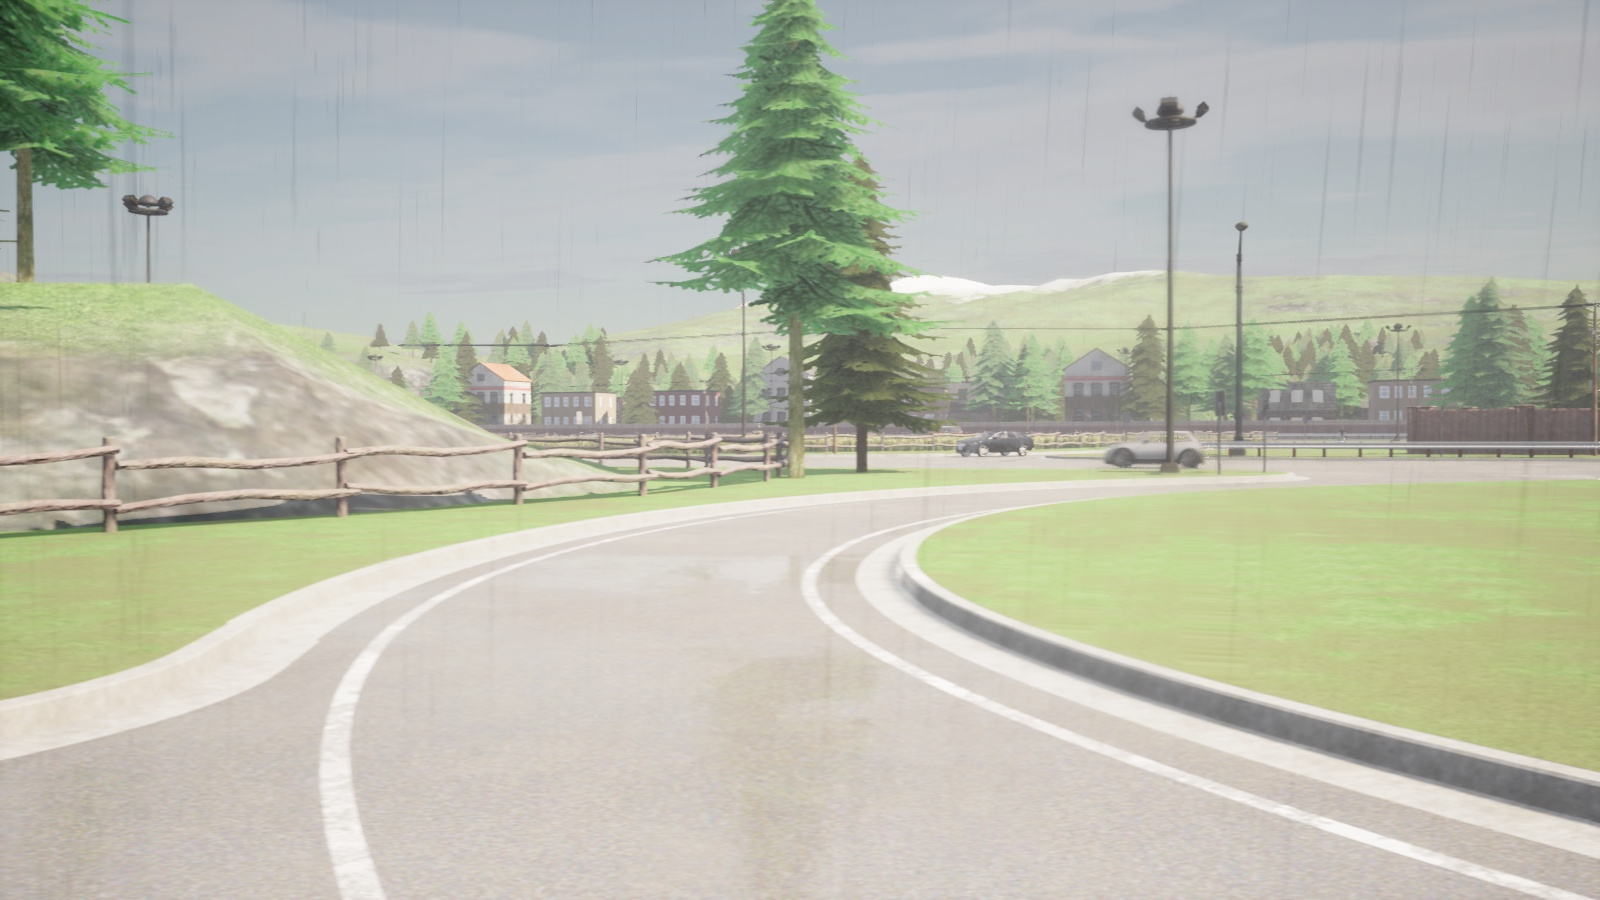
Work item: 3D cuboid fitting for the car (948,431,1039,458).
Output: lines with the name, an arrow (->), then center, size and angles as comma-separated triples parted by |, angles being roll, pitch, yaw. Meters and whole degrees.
car -> 11.072, -0.327, 71.884 | 4.902, 1.511, 2.128 | 0, 1, -30

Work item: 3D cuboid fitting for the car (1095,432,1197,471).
car -> 13.755, 0.045, 49.875 | 3.806, 1.475, 1.970 | 1, 1, 18
